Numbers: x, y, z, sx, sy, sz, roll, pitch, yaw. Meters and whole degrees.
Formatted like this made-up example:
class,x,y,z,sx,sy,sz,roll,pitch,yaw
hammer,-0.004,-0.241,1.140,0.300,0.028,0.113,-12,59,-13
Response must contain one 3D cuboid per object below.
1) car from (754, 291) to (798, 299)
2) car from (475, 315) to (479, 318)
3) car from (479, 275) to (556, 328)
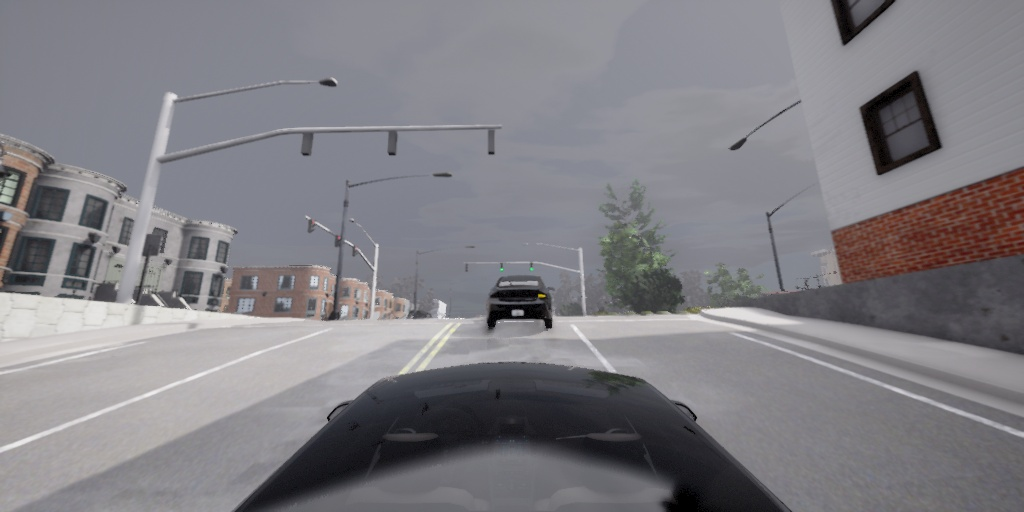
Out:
class,x,y,z,sx,sy,sz,roll,pitch,yaw
car,18.332,3.539,25.048,5.566,2.045,2.150,-1,-13,0
car,-3.480,8.052,42.972,2.150,2.045,5.566,-1,-13,-1
car,0.327,1.402,11.592,1.837,1.490,4.892,-1,-5,4
